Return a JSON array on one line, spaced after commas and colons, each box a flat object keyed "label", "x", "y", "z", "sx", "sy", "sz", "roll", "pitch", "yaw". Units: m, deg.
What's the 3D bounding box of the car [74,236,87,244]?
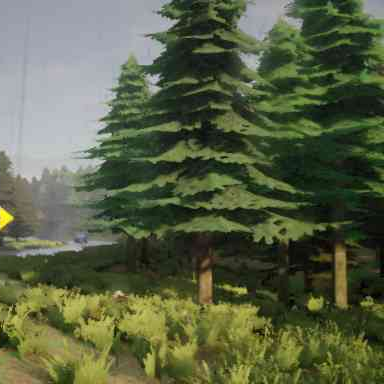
[{"label": "car", "x": -17.228, "y": 7.248, "z": 51.480, "sx": 1.882, "sy": 1.535, "sz": 5.008, "roll": 1, "pitch": -7, "yaw": -18}]
